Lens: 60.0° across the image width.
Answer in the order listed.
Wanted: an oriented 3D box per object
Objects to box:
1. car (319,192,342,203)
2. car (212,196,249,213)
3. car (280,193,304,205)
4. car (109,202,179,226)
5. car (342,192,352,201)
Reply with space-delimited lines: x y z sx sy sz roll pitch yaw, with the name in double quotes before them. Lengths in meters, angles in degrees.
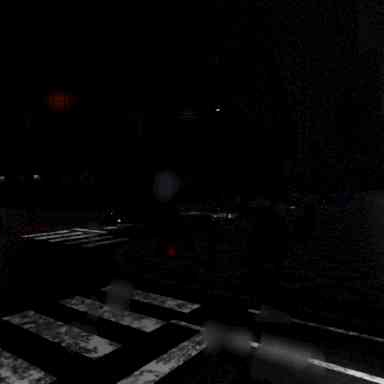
"car" 19.549 0.815 47.447 1.837 1.490 4.892 0 1 36
"car" 3.679 1.126 30.751 1.812 1.442 4.674 0 1 36
"car" 13.229 0.860 44.050 1.882 1.535 5.008 0 1 36
"car" -2.998 1.354 21.435 1.895 1.301 4.718 0 1 36
"car" 25.433 0.654 55.675 1.882 1.535 5.008 0 1 36
